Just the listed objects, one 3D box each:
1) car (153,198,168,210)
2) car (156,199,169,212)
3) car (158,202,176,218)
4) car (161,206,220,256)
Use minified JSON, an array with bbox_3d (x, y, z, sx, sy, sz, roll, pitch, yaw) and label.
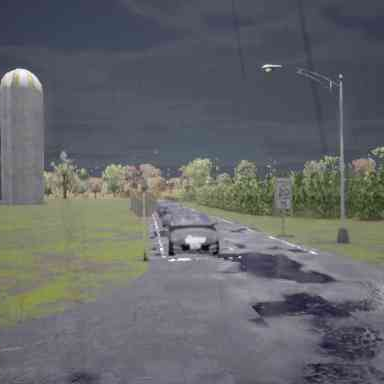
[{"bbox_3d":[-4.647,1.667,48.208,1.882,1.535,5.008,-1,0,-8],"label":"car"},{"bbox_3d":[-2.395,1.677,32.611,2.033,1.411,5.357,-1,0,-8],"label":"car"},{"bbox_3d":[-1.131,1.659,23.366,1.994,1.385,4.181,-1,0,-7],"label":"car"},{"bbox_3d":[-0.042,1.554,13.550,2.128,1.511,4.902,-1,0,-4],"label":"car"}]
